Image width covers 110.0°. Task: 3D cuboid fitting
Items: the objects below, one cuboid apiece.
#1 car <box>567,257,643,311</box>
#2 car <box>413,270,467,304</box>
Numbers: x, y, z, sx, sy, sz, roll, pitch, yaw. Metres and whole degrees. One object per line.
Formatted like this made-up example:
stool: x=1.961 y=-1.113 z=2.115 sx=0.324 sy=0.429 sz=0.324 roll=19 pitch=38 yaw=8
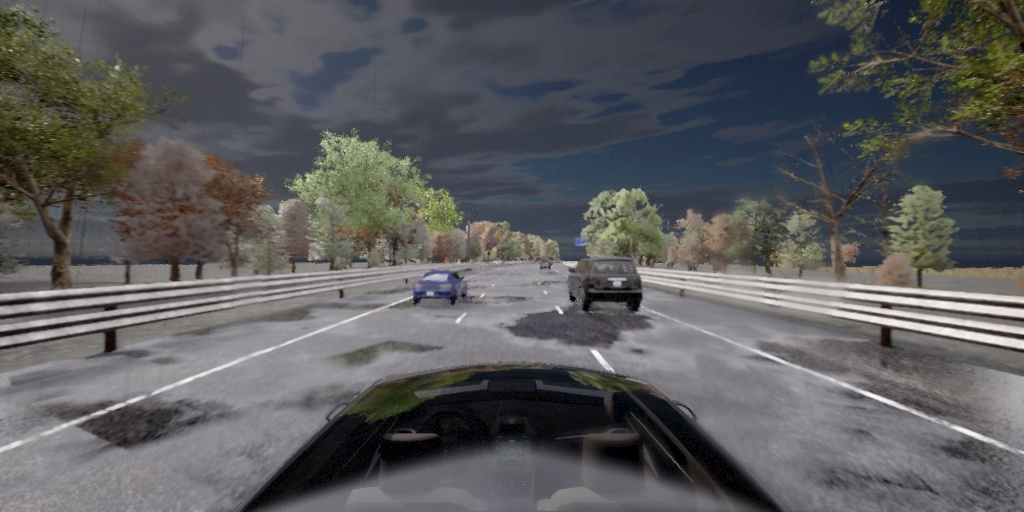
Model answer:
car: x=3.711 y=1.075 z=15.169 sx=2.150 sy=2.045 sz=5.566 roll=0 pitch=0 yaw=1
car: x=-3.259 y=1.372 z=16.762 sx=1.812 sy=1.442 sz=4.674 roll=0 pitch=0 yaw=1
